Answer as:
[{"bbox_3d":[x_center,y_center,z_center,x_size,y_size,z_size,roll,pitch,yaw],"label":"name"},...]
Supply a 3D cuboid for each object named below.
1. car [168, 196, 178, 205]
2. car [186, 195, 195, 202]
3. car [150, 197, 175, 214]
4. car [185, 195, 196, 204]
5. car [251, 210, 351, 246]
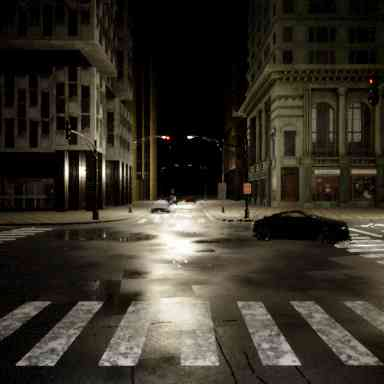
[{"bbox_3d":[-3.355,1.437,55.127,2.128,1.511,4.902,0,0,0],"label":"car"},{"bbox_3d":[-0.404,1.454,73.734,1.994,1.385,4.181,0,0,0],"label":"car"},{"bbox_3d":[-3.216,1.526,34.996,2.033,1.411,5.357,0,0,0],"label":"car"},{"bbox_3d":[-0.239,1.451,63.922,1.812,1.442,4.674,0,0,0],"label":"car"},{"bbox_3d":[4.777,1.500,14.901,4.181,1.385,1.994,-1,1,24],"label":"car"}]
